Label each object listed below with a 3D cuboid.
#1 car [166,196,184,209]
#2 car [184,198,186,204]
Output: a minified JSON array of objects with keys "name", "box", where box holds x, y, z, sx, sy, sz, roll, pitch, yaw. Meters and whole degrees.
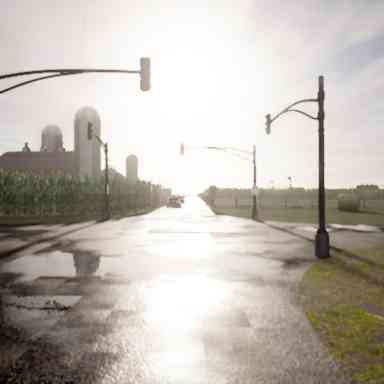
[{"name":"car","box":[-2.387,1.446,44.706,1.837,1.490,4.892,0,0,0]},{"name":"car","box":[-2.252,1.440,61.764,1.837,1.490,4.892,0,0,1]}]
